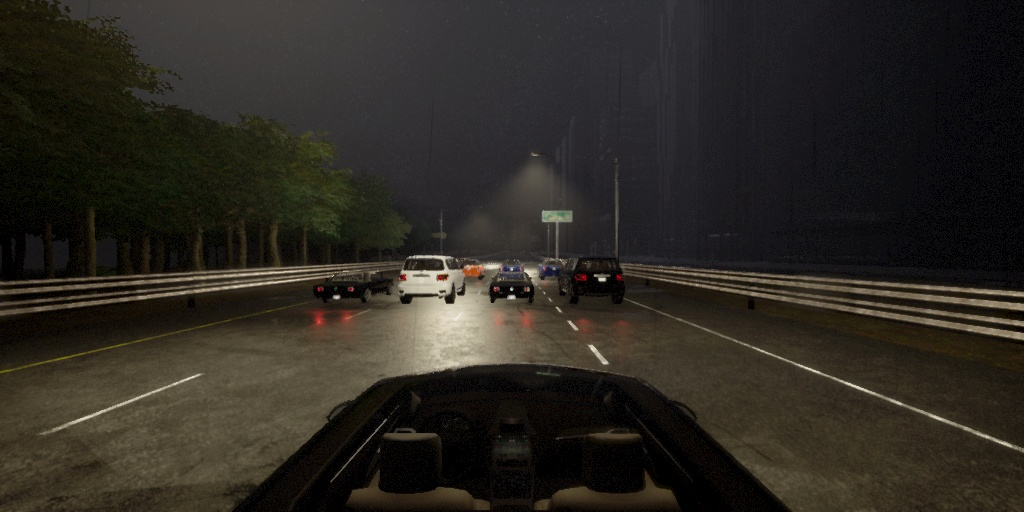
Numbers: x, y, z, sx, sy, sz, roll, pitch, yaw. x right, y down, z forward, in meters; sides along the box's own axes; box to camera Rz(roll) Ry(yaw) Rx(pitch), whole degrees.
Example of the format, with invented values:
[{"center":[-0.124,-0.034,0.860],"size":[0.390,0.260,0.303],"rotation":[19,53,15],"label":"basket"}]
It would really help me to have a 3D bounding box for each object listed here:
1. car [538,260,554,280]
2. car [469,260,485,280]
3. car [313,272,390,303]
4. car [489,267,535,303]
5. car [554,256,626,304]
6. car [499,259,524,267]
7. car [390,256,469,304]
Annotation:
[{"center":[3.454,1.097,31.523],"size":[2.097,1.767,4.553],"rotation":[0,0,0],"label":"car"},{"center":[-3.546,1.098,31.503],"size":[2.097,1.767,4.553],"rotation":[0,0,0],"label":"car"},{"center":[-7.011,1.360,16.550],"size":[1.895,1.301,4.718],"rotation":[0,0,0],"label":"car"},{"center":[-0.011,1.360,16.560],"size":[1.895,1.301,4.718],"rotation":[0,0,0],"label":"car"},{"center":[3.489,1.001,16.564],"size":[2.150,2.045,5.566],"rotation":[0,0,0],"label":"car"},{"center":[-0.045,1.098,31.513],"size":[2.097,1.767,4.553],"rotation":[0,0,0],"label":"car"},{"center":[-3.511,1.001,16.554],"size":[2.150,2.045,5.566],"rotation":[0,0,0],"label":"car"}]
